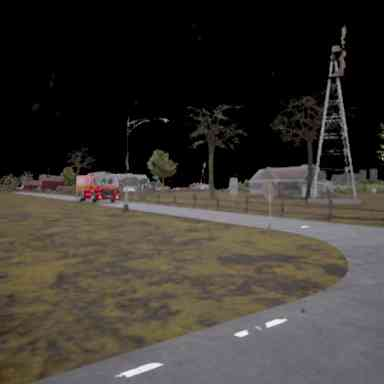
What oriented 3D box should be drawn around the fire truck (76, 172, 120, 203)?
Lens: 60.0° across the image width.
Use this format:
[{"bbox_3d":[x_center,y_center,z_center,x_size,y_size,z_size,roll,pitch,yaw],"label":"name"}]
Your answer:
[{"bbox_3d":[-12.204,-0.645,42.570,2.891,3.827,8.468,1,0,-35],"label":"fire truck"}]
